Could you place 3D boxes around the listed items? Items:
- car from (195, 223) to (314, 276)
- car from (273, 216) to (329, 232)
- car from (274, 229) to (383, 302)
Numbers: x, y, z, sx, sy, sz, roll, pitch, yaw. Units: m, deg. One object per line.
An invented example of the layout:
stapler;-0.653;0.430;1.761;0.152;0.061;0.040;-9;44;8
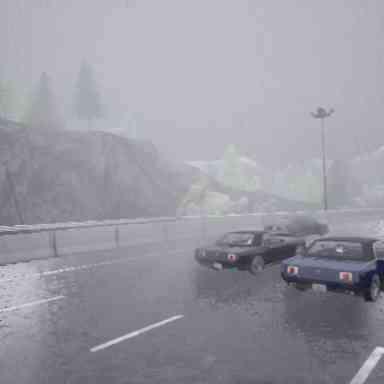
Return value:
car;2.343;2.028;11.960;1.895;1.301;4.718;-4;-3;44
car;6.671;2.214;21.040;5.357;1.411;2.033;0;-3;-42
car;4.355;1.853;9.006;1.895;1.301;4.718;-4;-3;43
